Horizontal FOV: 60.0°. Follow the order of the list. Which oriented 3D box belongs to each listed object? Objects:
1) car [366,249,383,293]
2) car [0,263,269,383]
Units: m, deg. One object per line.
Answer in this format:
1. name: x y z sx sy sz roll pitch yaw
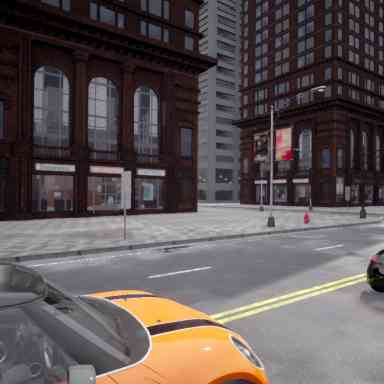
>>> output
1. car: 5.903 1.576 7.670 4.181 1.385 1.994 0 0 -35
2. car: -1.525 1.352 2.351 4.553 1.767 2.097 0 0 -36
